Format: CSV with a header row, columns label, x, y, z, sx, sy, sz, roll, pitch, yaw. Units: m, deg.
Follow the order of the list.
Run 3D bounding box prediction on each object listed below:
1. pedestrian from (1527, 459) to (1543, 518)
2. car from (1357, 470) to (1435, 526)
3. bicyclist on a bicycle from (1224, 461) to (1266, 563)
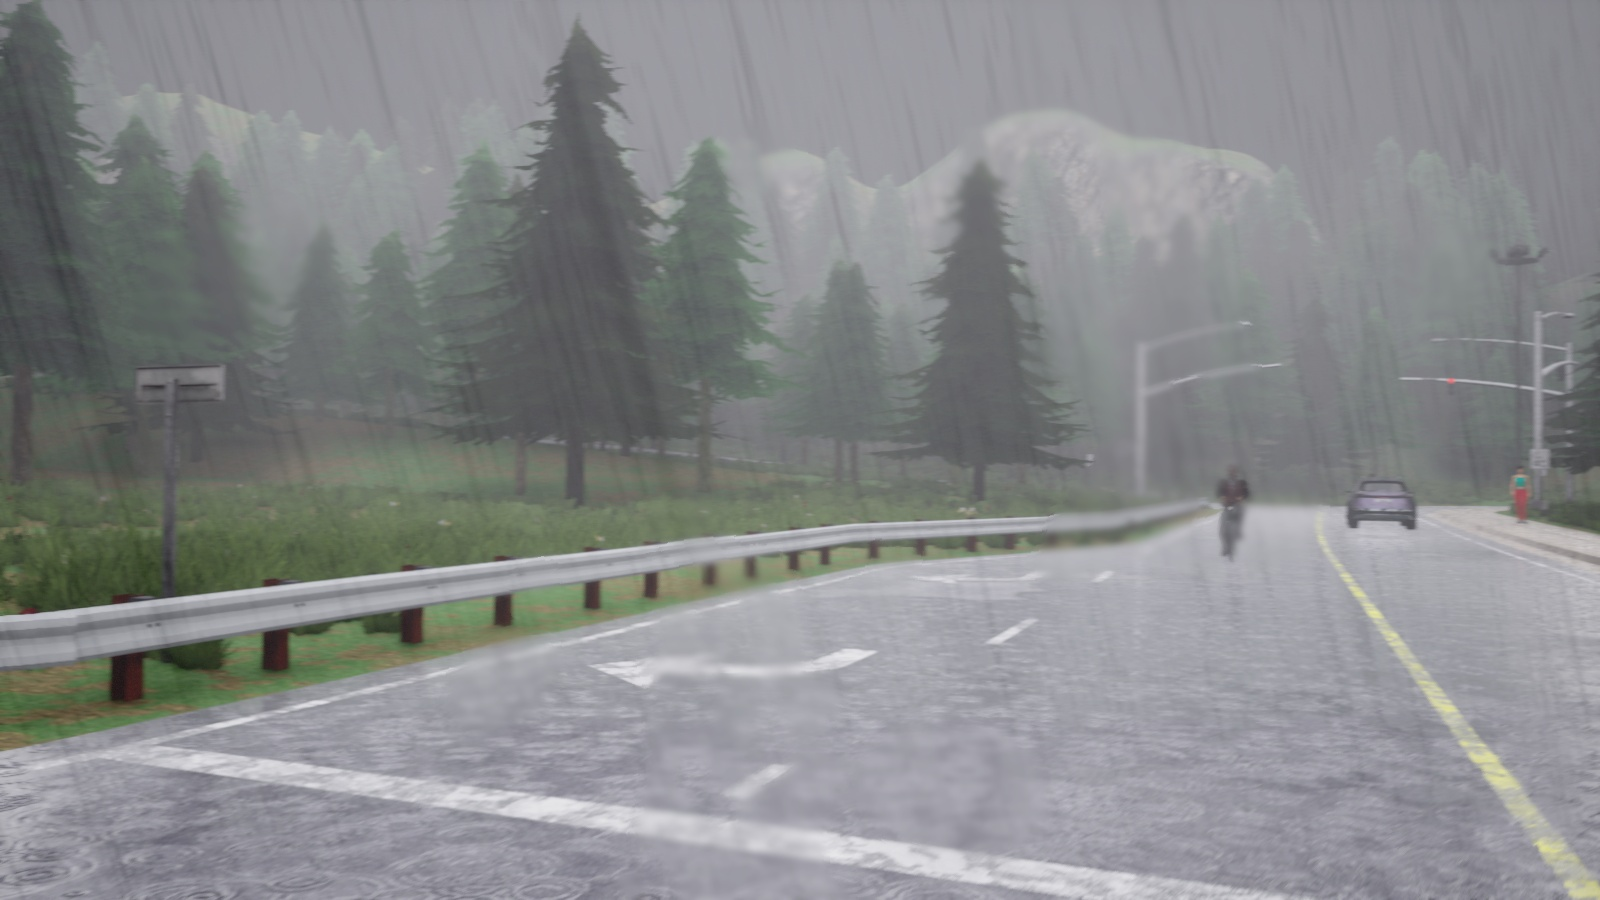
label,x,y,z,sx,sy,sz,roll,pitch,yaw
pedestrian,23.028,1.207,39.333,0.345,1.836,0.594,-1,-1,39
car,18.773,1.477,39.744,2.033,1.649,4.856,0,-1,23
bicyclist on a bicycle,8.077,1.096,22.768,0.659,1.776,1.843,0,-1,21
